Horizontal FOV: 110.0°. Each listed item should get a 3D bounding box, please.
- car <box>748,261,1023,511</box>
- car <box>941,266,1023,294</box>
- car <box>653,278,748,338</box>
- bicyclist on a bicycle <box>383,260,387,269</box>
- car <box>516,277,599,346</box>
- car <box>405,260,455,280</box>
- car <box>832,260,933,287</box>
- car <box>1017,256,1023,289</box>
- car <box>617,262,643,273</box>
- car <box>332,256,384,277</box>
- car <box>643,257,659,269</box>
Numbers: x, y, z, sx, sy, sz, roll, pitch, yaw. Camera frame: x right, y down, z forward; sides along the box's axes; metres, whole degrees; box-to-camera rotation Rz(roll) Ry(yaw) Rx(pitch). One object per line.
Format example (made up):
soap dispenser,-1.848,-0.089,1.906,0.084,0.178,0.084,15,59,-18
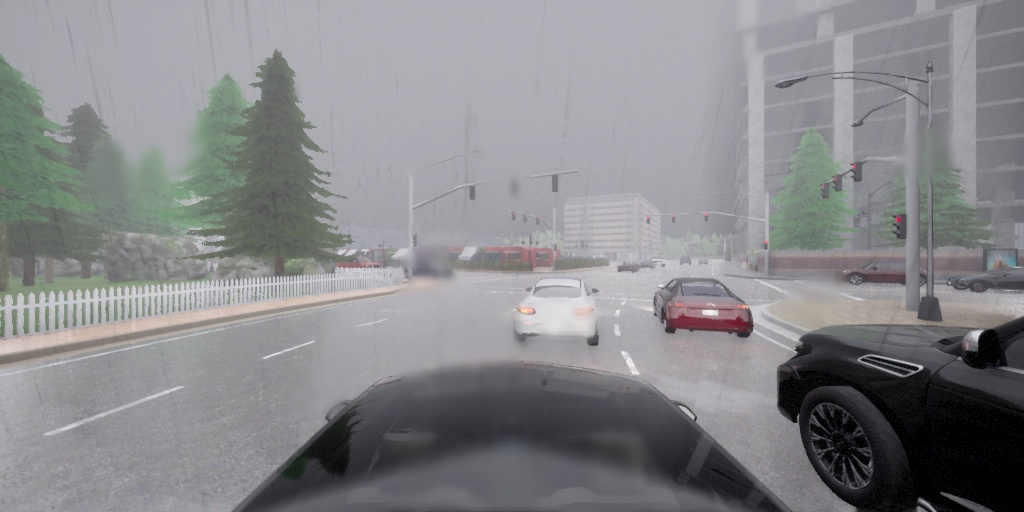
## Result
car,3.737,0.971,1.199,2.150,2.045,5.566,0,0,0
car,28.011,1.331,20.151,4.674,1.442,1.812,0,0,29
car,5.301,1.314,10.427,1.994,1.385,4.181,0,0,17
bicyclist on a bicycle,-15.714,1.258,44.291,0.582,1.620,1.656,0,0,-22
car,1.279,1.276,9.421,1.812,1.442,4.674,0,0,11
car,-7.306,1.157,31.952,4.553,1.767,2.097,0,0,30
car,25.926,1.157,25.385,4.553,1.767,2.097,0,0,30
car,34.261,1.027,20.651,5.566,2.045,2.150,0,0,30
car,14.054,1.351,43.288,1.895,1.301,4.718,0,0,29
car,-15.646,1.027,36.692,5.566,2.045,2.150,0,0,30
car,21.137,1.298,55.945,2.033,1.411,5.357,0,0,29
